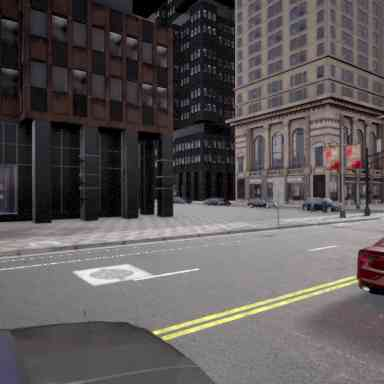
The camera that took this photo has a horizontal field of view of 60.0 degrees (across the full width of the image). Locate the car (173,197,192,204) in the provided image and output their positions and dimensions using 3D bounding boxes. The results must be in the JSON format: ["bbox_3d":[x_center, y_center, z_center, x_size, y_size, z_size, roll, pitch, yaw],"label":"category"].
[{"bbox_3d":[-2.118,1.609,62.157,2.033,1.411,5.357,0,0,-35],"label":"car"}]

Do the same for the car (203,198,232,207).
[{"bbox_3d":[3.995,1.594,53.451,2.033,1.411,5.357,0,0,-35],"label":"car"}]

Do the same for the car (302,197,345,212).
[{"bbox_3d":[14.966,1.377,37.922,2.097,1.767,4.553,0,0,-35],"label":"car"}]

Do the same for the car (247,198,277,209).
[{"bbox_3d":[9.688,1.526,45.386,2.128,1.511,4.902,0,0,-35],"label":"car"}]

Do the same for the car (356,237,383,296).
[{"bbox_3d":[5.708,1.477,7.516,5.008,1.535,1.882,0,0,-36],"label":"car"}]

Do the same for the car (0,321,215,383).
[{"bbox_3d":[-2.306,1.548,1.799,5.357,1.411,2.033,0,0,-35],"label":"car"}]
